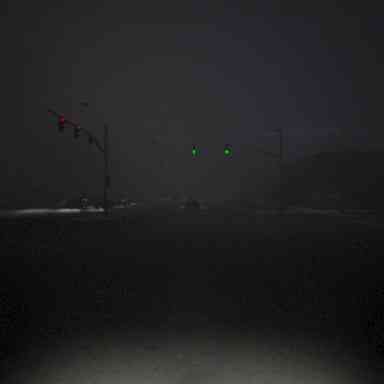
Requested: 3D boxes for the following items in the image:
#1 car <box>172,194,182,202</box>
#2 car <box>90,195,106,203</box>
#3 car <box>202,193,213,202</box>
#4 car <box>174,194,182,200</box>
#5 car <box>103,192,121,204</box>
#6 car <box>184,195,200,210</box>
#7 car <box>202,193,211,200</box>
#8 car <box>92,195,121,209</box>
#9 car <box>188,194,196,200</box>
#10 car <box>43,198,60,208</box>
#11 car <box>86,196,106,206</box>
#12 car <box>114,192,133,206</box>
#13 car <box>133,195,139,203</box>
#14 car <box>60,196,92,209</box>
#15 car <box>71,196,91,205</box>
[{"bbox_3d":[-3.479,1.390,73.241,1.812,1.442,4.674,0,0,0],"label":"car"},{"bbox_3d":[-18.481,1.388,65.824,1.837,1.490,4.892,0,0,0],"label":"car"},{"bbox_3d":[3.521,1.461,73.269,1.895,1.301,4.718,0,0,0],"label":"car"},{"bbox_3d":[-3.476,1.288,83.245,1.994,1.385,4.181,0,0,0],"label":"car"},{"bbox_3d":[-14.982,1.112,62.765,2.150,2.045,5.566,0,0,0],"label":"car"},{"bbox_3d":[0.012,1.452,42.213,1.812,1.442,4.674,0,0,0],"label":"car"},{"bbox_3d":[3.524,1.090,83.213,2.097,1.767,4.553,0,0,0],"label":"car"},{"bbox_3d":[-11.561,1.470,44.719,2.033,1.411,5.357,0,0,0],"label":"car"},{"bbox_3d":[0.024,1.235,83.244,1.837,1.490,4.892,0,0,0],"label":"car"},{"bbox_3d":[-18.547,1.522,45.495,1.895,1.301,4.718,0,0,0],"label":"car"},{"bbox_3d":[-15.000,1.414,52.206,1.837,1.490,4.892,0,0,0],"label":"car"},{"bbox_3d":[-11.489,1.258,53.836,2.097,1.767,4.553,0,0,0],"label":"car"},{"bbox_3d":[-11.481,1.393,64.011,1.837,1.490,4.892,0,0,0],"label":"car"},{"bbox_3d":[-15.064,1.488,43.515,1.994,1.385,4.181,0,0,0],"label":"car"},{"bbox_3d":[-18.484,1.408,55.645,1.837,1.490,4.892,0,0,0],"label":"car"}]
